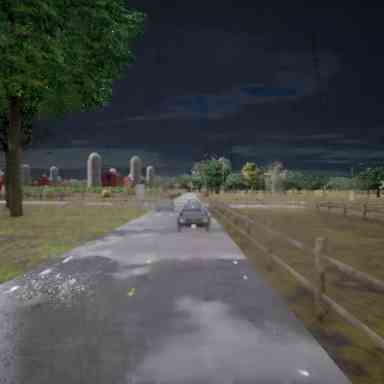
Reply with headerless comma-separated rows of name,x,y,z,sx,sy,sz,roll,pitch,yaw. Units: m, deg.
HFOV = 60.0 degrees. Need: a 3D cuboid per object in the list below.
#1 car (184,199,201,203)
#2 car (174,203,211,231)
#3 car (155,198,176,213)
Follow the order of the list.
car,0.084,1.505,36.745,1.994,1.385,4.181,0,0,0
car,0.095,1.579,20.282,1.895,1.301,4.718,0,0,0
car,-2.826,1.450,36.040,1.837,1.490,4.892,0,0,0
